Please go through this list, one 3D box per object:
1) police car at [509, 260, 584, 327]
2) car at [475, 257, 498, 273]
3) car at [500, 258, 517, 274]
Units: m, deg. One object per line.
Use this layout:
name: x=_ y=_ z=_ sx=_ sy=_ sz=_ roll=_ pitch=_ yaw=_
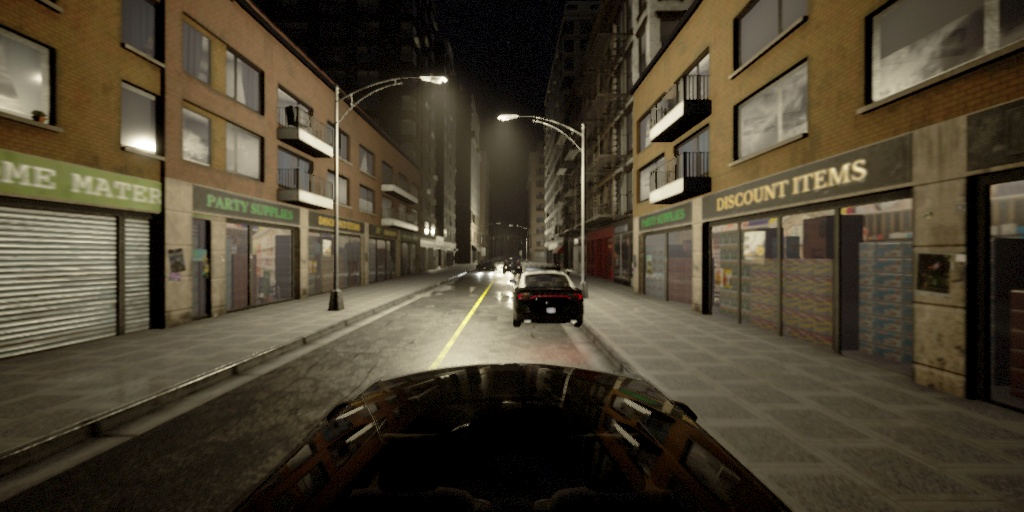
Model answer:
police car: x=0.960 y=1.109 z=11.378 sx=1.930 sy=1.638 sz=5.238 roll=0 pitch=0 yaw=0
car: x=-2.850 y=1.067 z=39.248 sx=1.994 sy=1.385 sz=4.181 roll=0 pitch=0 yaw=0
car: x=0.046 y=1.121 z=36.433 sx=1.895 sy=1.301 sz=4.718 roll=0 pitch=0 yaw=0
